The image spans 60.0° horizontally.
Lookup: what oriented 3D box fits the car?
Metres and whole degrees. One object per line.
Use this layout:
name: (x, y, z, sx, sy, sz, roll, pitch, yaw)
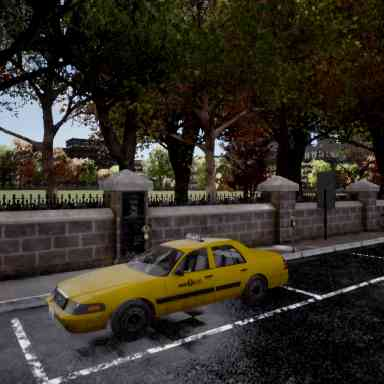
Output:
car: (-0.171, 1.525, 6.448, 4.829, 1.417, 1.752, 0, 0, -36)
